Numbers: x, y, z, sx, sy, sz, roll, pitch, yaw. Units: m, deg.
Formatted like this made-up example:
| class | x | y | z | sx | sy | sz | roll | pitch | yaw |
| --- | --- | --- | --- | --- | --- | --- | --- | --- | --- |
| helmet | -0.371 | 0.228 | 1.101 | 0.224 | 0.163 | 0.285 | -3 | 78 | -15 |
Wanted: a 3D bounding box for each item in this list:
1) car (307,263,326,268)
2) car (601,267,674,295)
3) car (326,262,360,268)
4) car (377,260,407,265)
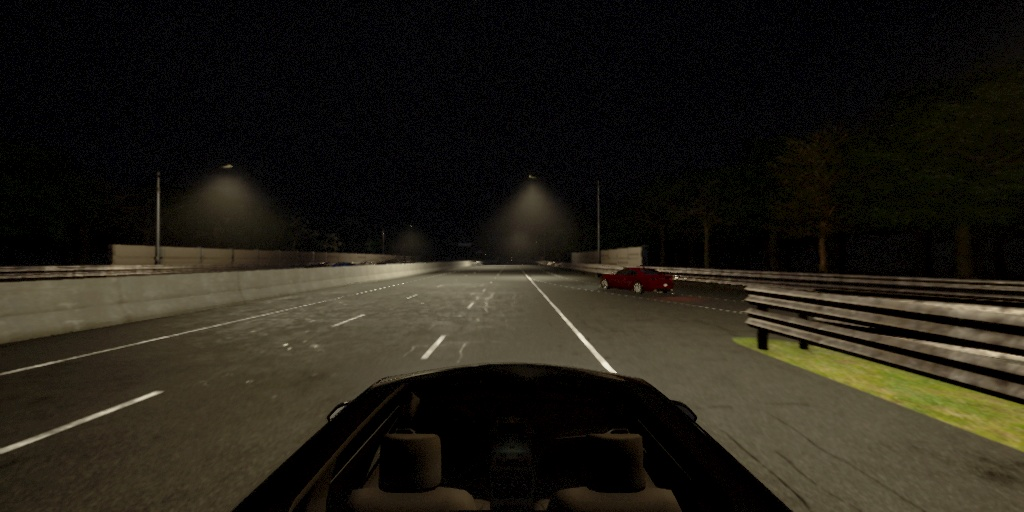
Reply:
| class | x | y | z | sx | sy | sz | roll | pitch | yaw |
| --- | --- | --- | --- | --- | --- | --- | --- | --- | --- |
| car | -28.062 | 1.720 | 52.100 | 1.994 | 1.385 | 4.181 | 0 | 0 | 0 |
| car | 7.315 | 1.407 | 21.483 | 1.882 | 1.535 | 5.008 | 0 | 0 | -21 |
| car | -24.565 | 1.636 | 52.354 | 1.882 | 1.535 | 5.008 | 0 | 0 | 0 |
| car | -17.573 | 1.651 | 52.431 | 2.128 | 1.511 | 4.902 | 0 | 0 | 0 |
